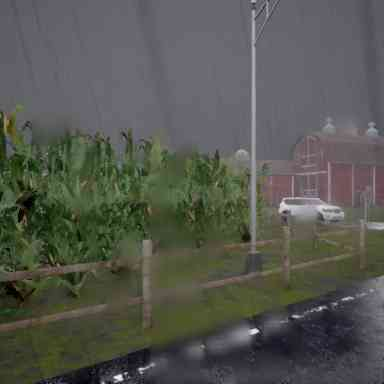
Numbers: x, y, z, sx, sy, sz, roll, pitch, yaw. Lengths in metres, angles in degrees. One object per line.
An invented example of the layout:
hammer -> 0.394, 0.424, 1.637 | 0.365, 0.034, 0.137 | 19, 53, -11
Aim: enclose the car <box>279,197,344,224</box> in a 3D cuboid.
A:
car -> 9.709, 1.470, 27.603 | 2.150, 2.045, 5.566 | 1, -1, -30
